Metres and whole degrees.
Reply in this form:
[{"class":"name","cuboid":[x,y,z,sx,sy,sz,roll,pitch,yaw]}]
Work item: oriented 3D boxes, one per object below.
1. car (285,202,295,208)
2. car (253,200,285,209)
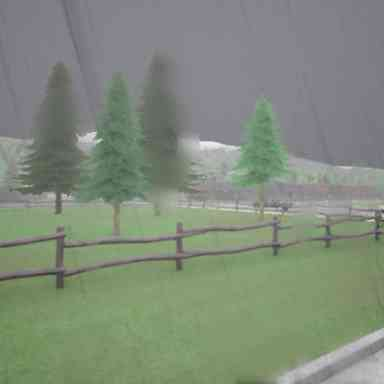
[{"class":"car","cuboid":[15.231,2.095,56.857,1.895,1.301,4.718,1,0,-35]},{"class":"car","cuboid":[12.365,2.057,54.849,1.895,1.301,4.718,1,0,-35]}]
